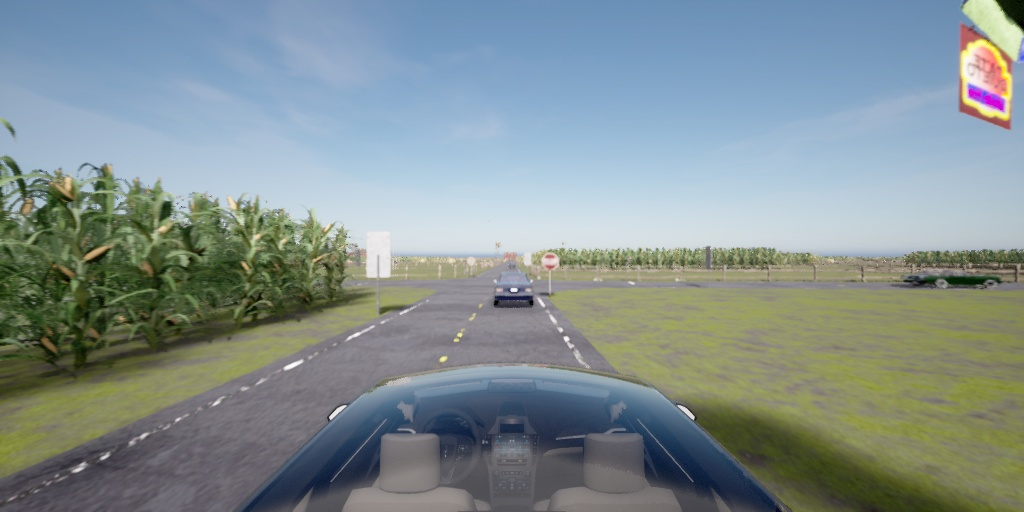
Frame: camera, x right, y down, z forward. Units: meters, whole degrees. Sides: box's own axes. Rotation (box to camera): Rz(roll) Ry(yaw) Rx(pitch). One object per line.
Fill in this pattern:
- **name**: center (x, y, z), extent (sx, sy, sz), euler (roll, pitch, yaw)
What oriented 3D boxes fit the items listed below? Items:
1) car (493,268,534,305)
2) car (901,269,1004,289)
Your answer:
- **car**: center (0.060, 1.489, 17.440), extent (2.033, 1.411, 5.357), euler (0, -1, -1)
- **car**: center (30.738, 1.580, 25.132), extent (4.718, 1.301, 1.895), euler (0, 0, 7)
